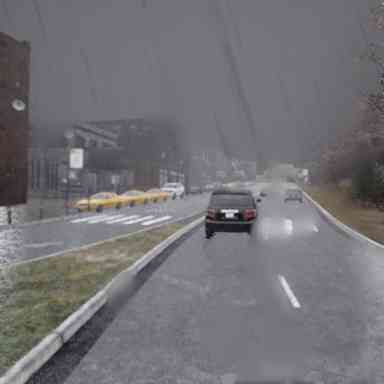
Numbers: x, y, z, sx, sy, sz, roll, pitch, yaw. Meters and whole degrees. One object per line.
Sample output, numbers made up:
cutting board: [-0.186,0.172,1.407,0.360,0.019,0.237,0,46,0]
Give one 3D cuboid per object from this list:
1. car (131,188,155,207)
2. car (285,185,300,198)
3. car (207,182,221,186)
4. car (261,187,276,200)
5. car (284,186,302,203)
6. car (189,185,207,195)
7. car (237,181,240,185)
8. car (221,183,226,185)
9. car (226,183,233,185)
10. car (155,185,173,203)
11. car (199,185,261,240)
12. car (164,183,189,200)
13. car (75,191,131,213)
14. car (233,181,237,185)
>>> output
car: [-5.787,0.528,32.261,1.946,1.575,5.366,0,2,16]
car: [14.314,-0.109,47.575,1.882,1.535,5.008,0,2,16]
car: [3.452,-0.678,64.406,2.231,1.521,4.892,0,2,16]
car: [10.779,0.023,47.047,1.994,1.385,4.181,0,2,16]
car: [11.056,0.384,36.417,2.033,1.411,5.357,0,2,16]
car: [0.387,-0.249,53.759,2.163,1.488,4.792,0,2,16]
car: [11.048,-1.800,90.839,2.185,1.767,4.553,0,2,16]
car: [4.965,-1.129,69.670,2.435,2.045,5.566,0,2,16]
car: [7.513,-1.218,78.743,2.231,1.521,4.892,0,2,17]
car: [-4.263,0.328,37.568,1.946,1.575,5.366,0,2,16]
car: [1.952,0.878,15.216,2.150,2.045,5.566,0,2,11]
car: [-2.658,-0.130,43.137,2.435,2.045,5.566,0,2,16]
car: [-7.322,0.730,26.959,1.946,1.575,5.366,0,2,16]
car: [9.464,-1.470,85.328,1.946,1.575,5.366,0,2,16]
